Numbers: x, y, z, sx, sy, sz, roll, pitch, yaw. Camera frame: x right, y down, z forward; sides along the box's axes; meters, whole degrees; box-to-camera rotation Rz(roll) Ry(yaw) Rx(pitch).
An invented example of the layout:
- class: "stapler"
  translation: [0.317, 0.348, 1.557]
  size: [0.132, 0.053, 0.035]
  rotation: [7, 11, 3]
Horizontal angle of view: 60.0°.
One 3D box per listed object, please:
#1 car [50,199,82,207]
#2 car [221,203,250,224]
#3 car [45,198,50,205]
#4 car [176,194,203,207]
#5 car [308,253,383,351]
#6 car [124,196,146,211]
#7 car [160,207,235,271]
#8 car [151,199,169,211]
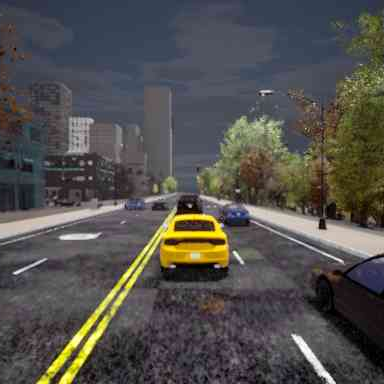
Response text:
- class: "car"
  translation: [-20.717, 1.834, 55.534]
  size: [4.313, 1.339, 1.947]
  rotation: [-1, 1, -1]
- class: "car"
  translation: [3.105, 1.555, 25.060]
  size: [2.033, 1.411, 5.357]
  rotation: [0, 0, -1]
- class: "car"
  translation: [-29.192, 1.833, 63.904]
  size: [4.403, 1.369, 2.008]
  rotation: [-1, 1, -1]
- class: "car"
  translation: [-0.210, 1.230, 28.883]
  size: [2.150, 2.045, 5.566]
  rotation: [0, 0, -1]
- class: "car"
  translation: [3.341, 1.550, 4.499]
  size: [2.033, 1.411, 5.357]
  rotation: [0, 0, 0]
- class: "car"
  translation: [-7.080, 1.363, 41.665]
  size: [2.097, 1.767, 4.553]
  rotation: [0, 0, 0]
- class: "car"
  translation: [0.054, 1.480, 10.939]
  size: [1.882, 1.535, 5.008]
  rotation: [0, 0, -1]
- class: "car"
  translation: [-3.818, 1.577, 40.389]
  size: [1.994, 1.385, 4.181]
  rotation: [0, 0, -1]
